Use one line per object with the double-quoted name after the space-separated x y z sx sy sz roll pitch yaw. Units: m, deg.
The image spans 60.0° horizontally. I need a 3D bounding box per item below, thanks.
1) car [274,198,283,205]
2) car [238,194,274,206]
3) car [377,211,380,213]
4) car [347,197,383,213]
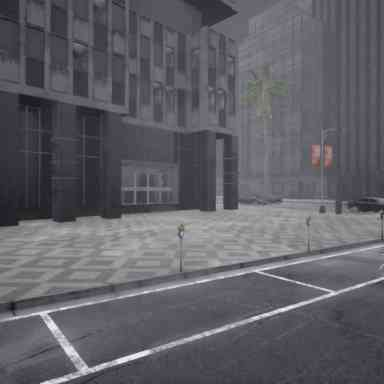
10.023 1.076 45.329 1.895 1.301 4.718 0 1 -35 "car"
7.767 0.984 42.893 1.837 1.490 4.892 0 1 -35 "car"
9.622 1.552 13.528 4.403 1.369 2.008 0 0 -36 "car"
16.716 1.256 30.286 1.837 1.490 4.892 0 1 -35 "car"
